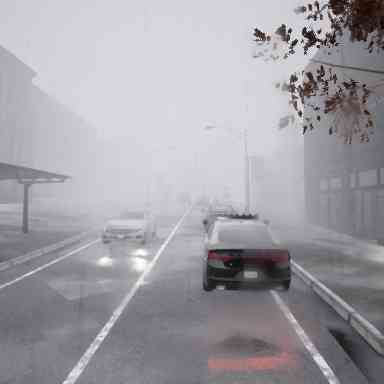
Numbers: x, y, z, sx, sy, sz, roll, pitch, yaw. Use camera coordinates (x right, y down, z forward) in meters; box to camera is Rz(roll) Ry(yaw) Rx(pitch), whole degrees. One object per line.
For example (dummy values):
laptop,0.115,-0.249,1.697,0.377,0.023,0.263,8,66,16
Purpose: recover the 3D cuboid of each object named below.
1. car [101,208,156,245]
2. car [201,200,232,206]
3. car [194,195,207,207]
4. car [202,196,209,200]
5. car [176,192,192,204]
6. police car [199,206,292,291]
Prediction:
car,-2.789,1.482,15.585,1.812,1.442,4.674,0,0,2
car,1.604,1.437,19.001,1.837,1.490,4.892,0,0,2
car,1.569,1.392,45.902,1.895,1.301,4.718,0,0,2
car,1.826,1.348,25.193,1.801,1.575,5.366,0,0,2
car,-1.572,0.978,58.090,2.150,2.045,5.566,0,0,2
police car,1.245,1.412,9.108,1.930,1.638,5.238,0,0,2
